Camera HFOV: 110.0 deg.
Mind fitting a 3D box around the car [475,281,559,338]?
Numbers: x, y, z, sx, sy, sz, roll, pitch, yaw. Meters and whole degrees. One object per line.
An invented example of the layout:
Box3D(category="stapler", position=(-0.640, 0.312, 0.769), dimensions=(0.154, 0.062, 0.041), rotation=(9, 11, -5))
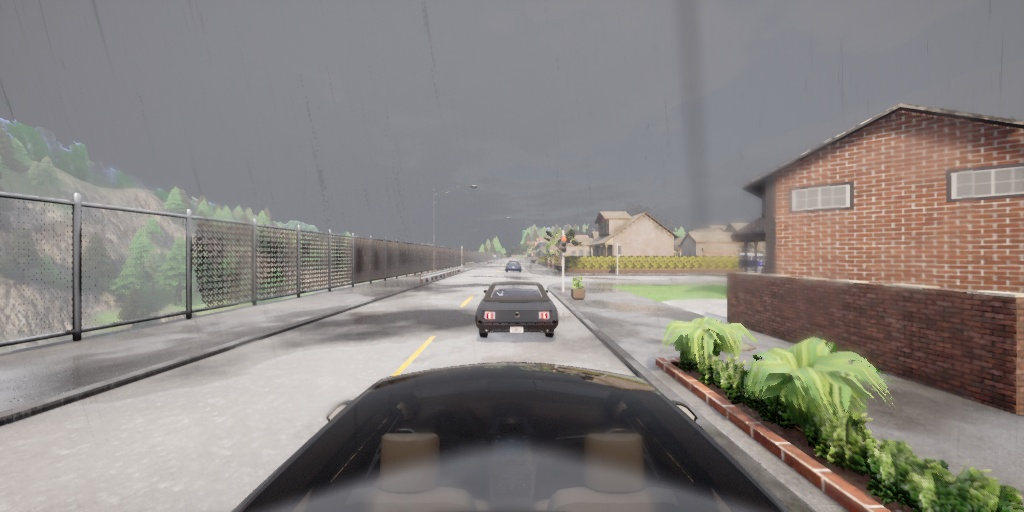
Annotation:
Box3D(category="car", position=(0.115, 1.351, 10.184), dimensions=(1.895, 1.301, 4.718), rotation=(0, 0, 0))

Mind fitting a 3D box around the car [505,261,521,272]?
Box3D(category="car", position=(0.184, 1.314, 45.327), dimensions=(1.994, 1.385, 4.181), rotation=(0, 0, 0))
